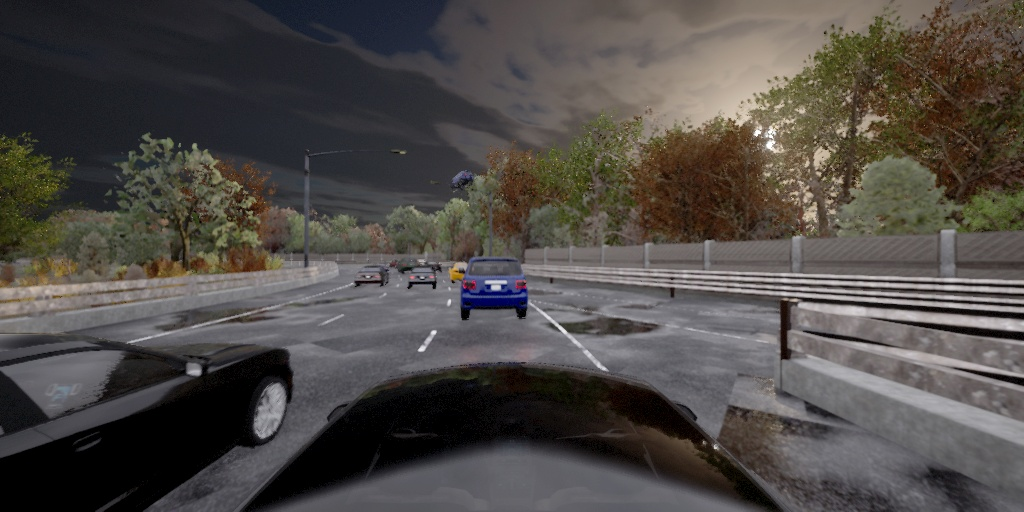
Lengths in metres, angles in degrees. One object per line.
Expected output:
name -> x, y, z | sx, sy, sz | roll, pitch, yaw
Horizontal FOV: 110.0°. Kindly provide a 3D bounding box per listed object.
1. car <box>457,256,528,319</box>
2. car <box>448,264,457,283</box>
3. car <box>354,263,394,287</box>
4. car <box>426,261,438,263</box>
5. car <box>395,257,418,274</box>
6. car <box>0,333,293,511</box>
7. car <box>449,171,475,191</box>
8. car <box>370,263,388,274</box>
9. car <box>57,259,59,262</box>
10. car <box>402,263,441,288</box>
car -> -0.776, 1.035, 13.296 | 2.150, 2.045, 5.566 | 0, 0, -6
car -> -4.179, 1.377, 29.741 | 1.882, 1.535, 5.008 | 0, 0, -13
car -> -10.046, 1.428, 25.937 | 2.033, 1.411, 5.357 | 0, 0, -14
car -> -11.114, 1.483, 49.322 | 1.882, 1.535, 5.008 | 0, -1, -25
car -> -13.342, 1.210, 46.083 | 2.150, 2.045, 5.566 | 0, 0, -24
car -> -3.486, 1.231, 2.223 | 1.882, 1.535, 5.008 | 0, 0, -1
car -> -8.364, -12.553, 59.698 | 2.150, 2.045, 5.566 | 1, -6, -38
car -> -17.014, 1.589, 45.714 | 1.895, 1.301, 4.718 | 0, 0, -25
car -> -6.942, 0.973, 1.837 | 2.150, 2.045, 5.566 | 0, 0, -1
car -> -6.280, 1.424, 25.167 | 2.033, 1.411, 5.357 | 0, 0, -13
